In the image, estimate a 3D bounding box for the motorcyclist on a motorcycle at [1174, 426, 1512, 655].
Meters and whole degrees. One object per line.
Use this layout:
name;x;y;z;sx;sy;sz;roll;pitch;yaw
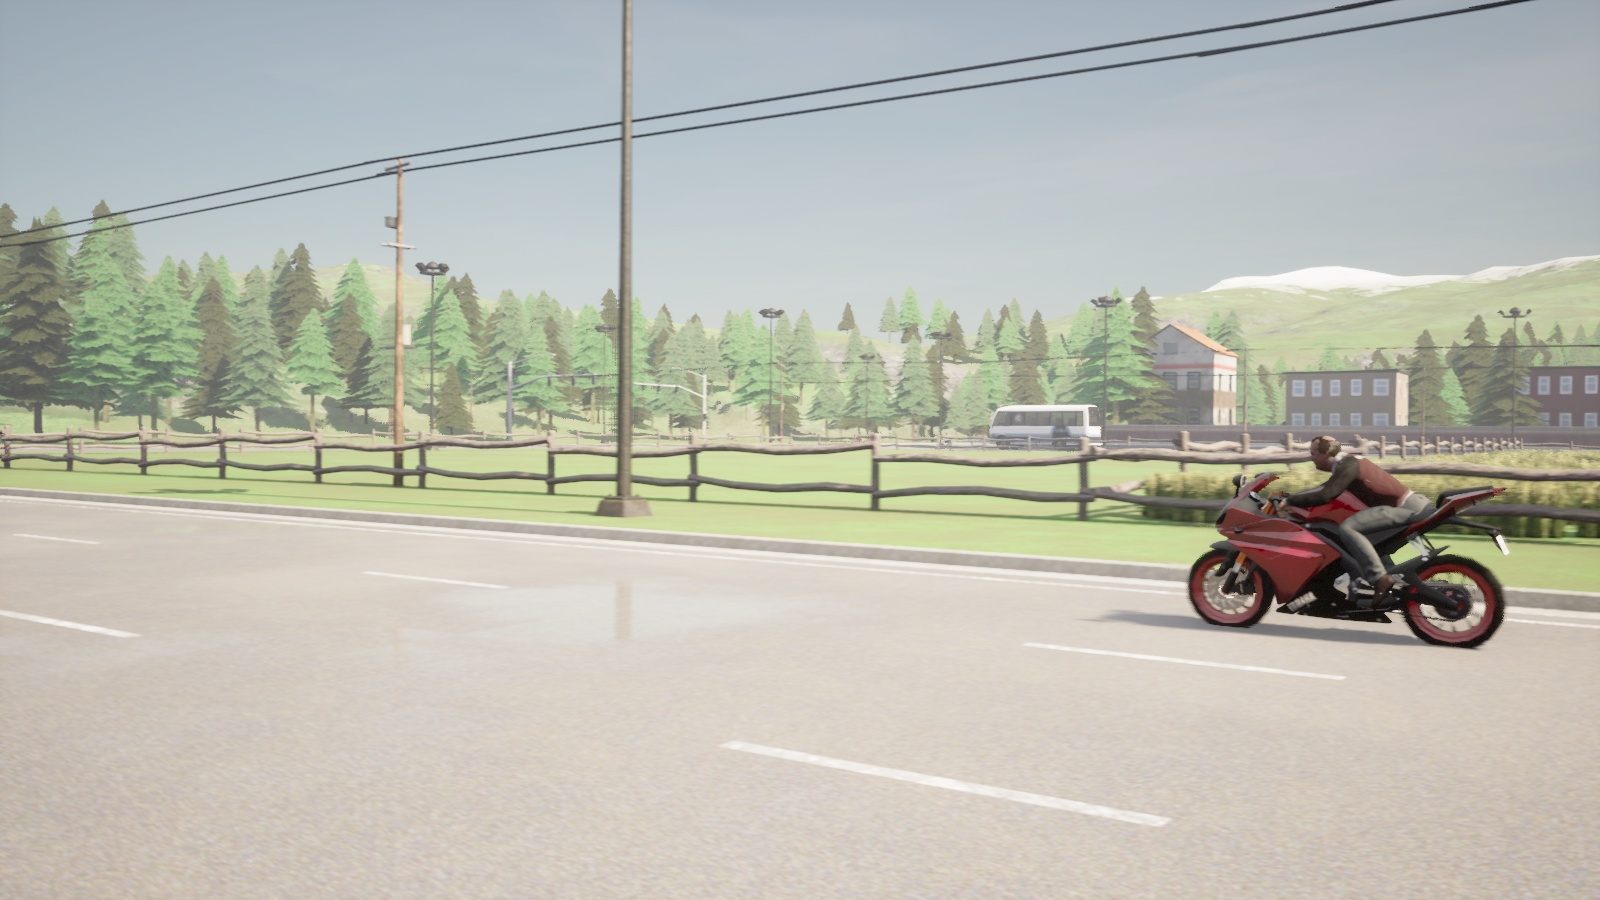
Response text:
motorcyclist on a motorcycle;4.017;0.601;9.358;2.191;1.530;0.866;0;1;34
